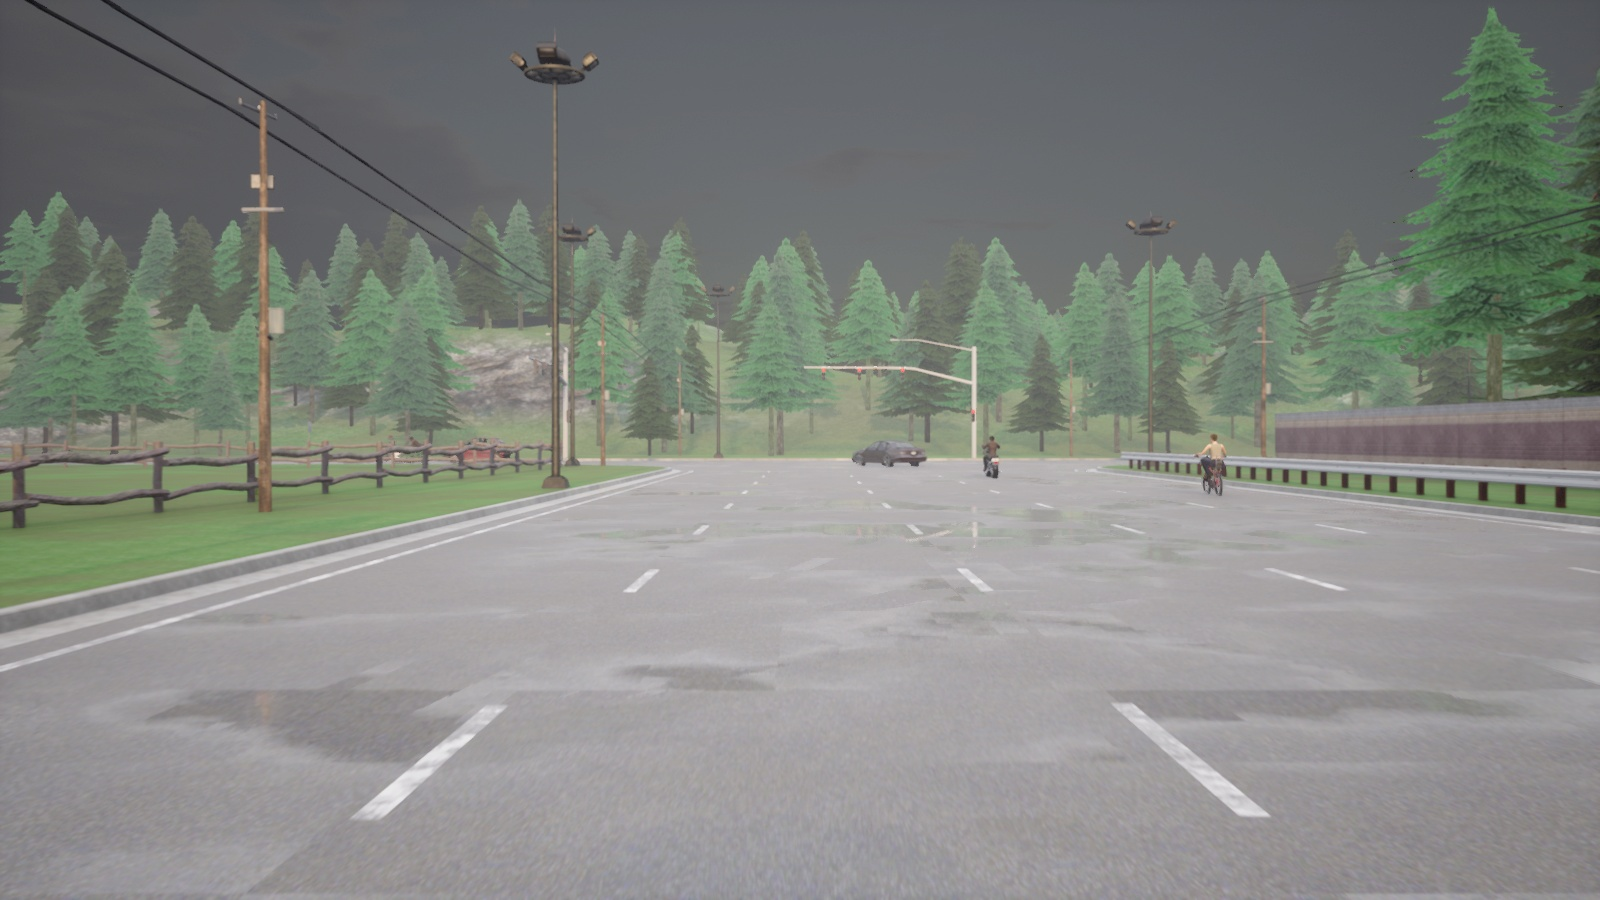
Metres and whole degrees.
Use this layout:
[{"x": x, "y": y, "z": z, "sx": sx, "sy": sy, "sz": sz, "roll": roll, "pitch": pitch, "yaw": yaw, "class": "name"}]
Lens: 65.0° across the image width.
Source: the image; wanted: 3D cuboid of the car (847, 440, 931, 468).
[{"x": 4.697, "y": 0.181, "z": 67.169, "sx": 2.033, "sy": 1.411, "sz": 5.357, "roll": 0, "pitch": 1, "yaw": -27, "class": "car"}]

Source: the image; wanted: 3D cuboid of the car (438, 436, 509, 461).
[{"x": -20.612, "y": -0.102, "z": 79.444, "sx": 3.988, "sy": 1.617, "sz": 1.851, "roll": 0, "pitch": 1, "yaw": 3, "class": "car"}]

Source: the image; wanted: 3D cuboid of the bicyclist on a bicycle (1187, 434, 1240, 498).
[{"x": 10.695, "y": 0.392, "z": 32.532, "sx": 0.866, "sy": 1.612, "sz": 1.509, "roll": 0, "pitch": 1, "yaw": 1, "class": "bicyclist on a bicycle"}]

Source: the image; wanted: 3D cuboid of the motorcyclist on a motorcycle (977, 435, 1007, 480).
[{"x": 7.285, "y": 0.262, "z": 47.721, "sx": 0.766, "sy": 1.649, "sz": 2.350, "roll": 0, "pitch": 1, "yaw": 0, "class": "motorcyclist on a motorcycle"}]
